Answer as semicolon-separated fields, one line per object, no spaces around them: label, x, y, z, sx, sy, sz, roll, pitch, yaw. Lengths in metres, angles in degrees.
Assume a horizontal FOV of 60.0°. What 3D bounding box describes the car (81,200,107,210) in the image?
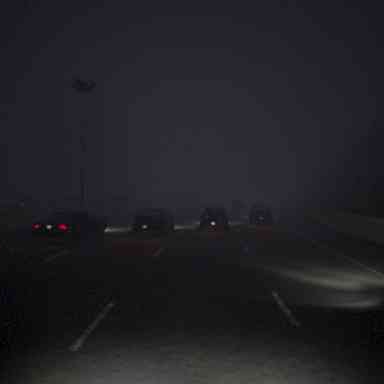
car;-14.782;1.874;50.382;1.994;1.385;4.181;0;-1;14

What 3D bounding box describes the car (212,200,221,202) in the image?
car;3.837;2.051;52.546;1.812;1.442;4.674;0;-1;13

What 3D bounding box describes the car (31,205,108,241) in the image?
car;-6.140;1.644;17.395;2.033;1.411;5.357;1;-1;6

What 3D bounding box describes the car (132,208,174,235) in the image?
car;-2.276;1.688;20.084;1.812;1.442;4.674;0;0;6

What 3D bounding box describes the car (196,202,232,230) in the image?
car;1.641;1.739;23.334;1.837;1.490;4.892;0;0;7

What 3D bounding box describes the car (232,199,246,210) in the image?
car;7.325;1.910;52.073;2.097;1.767;4.553;0;-1;13

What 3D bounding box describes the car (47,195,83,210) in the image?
car;-18.673;1.478;49.093;2.150;2.045;5.566;0;-1;13

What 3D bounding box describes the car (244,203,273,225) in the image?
car;5.641;1.806;27.434;2.128;1.511;4.902;1;0;10

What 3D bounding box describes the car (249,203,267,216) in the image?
car;7.979;2.017;39.911;1.994;1.385;4.181;0;0;14

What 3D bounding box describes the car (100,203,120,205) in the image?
car;-11.278;1.556;50.019;2.150;2.045;5.566;0;0;14

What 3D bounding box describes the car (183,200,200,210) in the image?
car;0.074;2.028;51.930;2.033;1.411;5.357;0;-1;14
